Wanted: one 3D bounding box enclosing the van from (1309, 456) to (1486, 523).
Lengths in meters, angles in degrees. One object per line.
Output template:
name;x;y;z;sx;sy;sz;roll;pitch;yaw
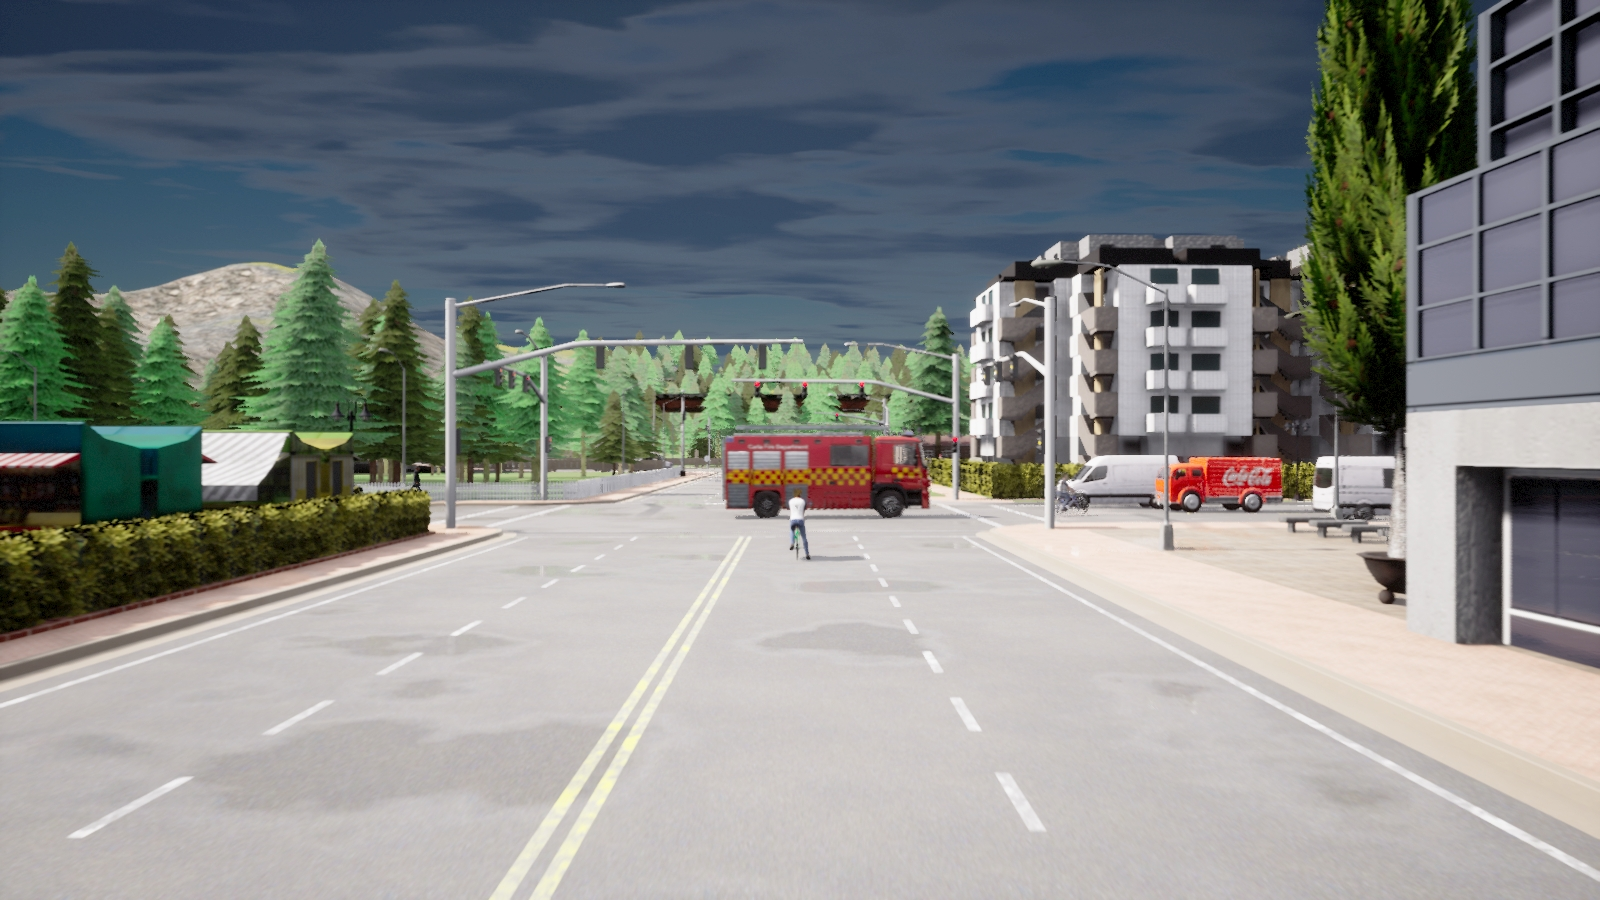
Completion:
van;23.428;1.533;44.928;5.915;2.561;1.988;0;0;0

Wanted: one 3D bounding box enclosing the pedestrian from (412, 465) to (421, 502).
pedestrian;-19.564;1.695;58.314;0.375;1.860;0.375;0;0;-2

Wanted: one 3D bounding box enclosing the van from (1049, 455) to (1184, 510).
van;15.212;1.532;55.093;5.915;2.561;1.988;0;0;-2

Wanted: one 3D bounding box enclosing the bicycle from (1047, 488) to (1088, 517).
bicycle;11.224;2.204;47.987;1.643;1.196;0.373;0;0;-2

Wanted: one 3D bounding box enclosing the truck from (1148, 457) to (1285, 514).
truck;18.792;1.566;51.734;5.204;2.467;2.627;0;0;-2

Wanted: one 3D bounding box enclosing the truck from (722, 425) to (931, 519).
truck;1.066;0.888;47.622;8.468;3.827;2.891;0;0;-1

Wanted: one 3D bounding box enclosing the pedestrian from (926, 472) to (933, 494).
pedestrian;7.680;1.975;67.978;0.375;1.300;0.375;0;0;1
